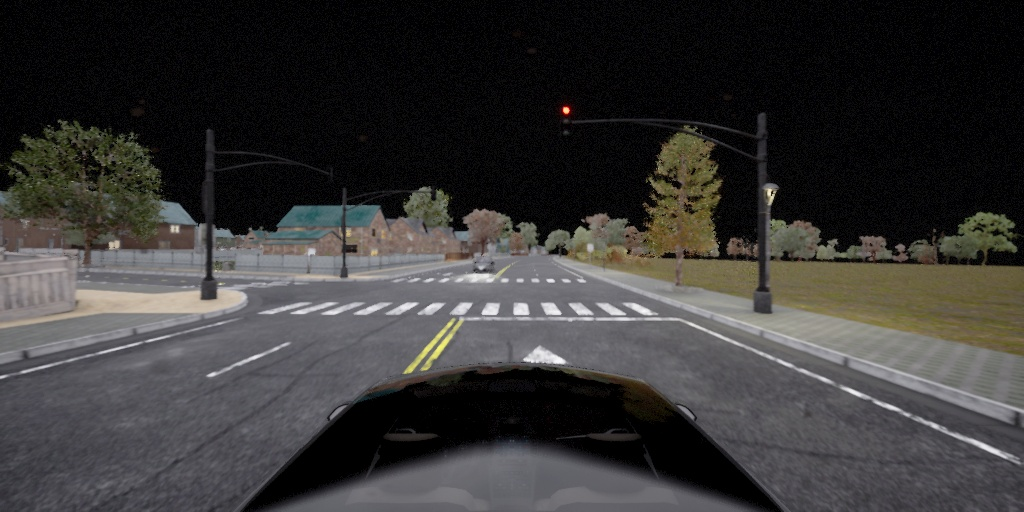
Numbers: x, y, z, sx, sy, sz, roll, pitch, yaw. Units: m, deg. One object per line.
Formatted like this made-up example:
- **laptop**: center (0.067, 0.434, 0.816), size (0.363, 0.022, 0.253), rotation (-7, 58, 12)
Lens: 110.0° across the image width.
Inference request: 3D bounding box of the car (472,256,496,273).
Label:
- **car**: center (-2.621, 0.811, 34.167), size (2.128, 1.511, 4.902), rotation (0, 2, 2)
